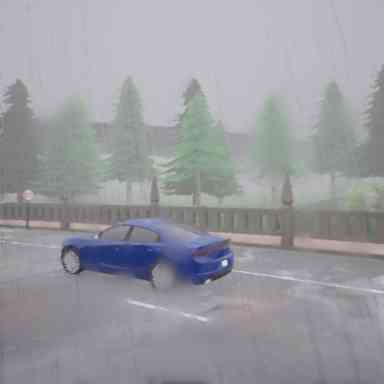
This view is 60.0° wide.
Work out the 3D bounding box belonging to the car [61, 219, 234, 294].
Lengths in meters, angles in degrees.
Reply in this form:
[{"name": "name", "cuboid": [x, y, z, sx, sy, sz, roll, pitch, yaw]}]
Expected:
[{"name": "car", "cuboid": [-1.363, 1.452, 8.794, 5.008, 1.535, 1.882, 0, 0, 32]}]
